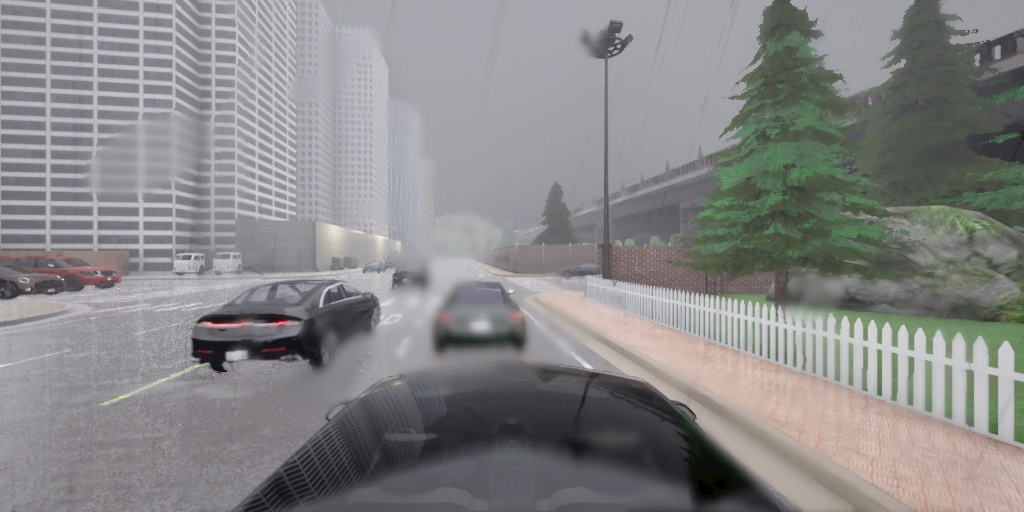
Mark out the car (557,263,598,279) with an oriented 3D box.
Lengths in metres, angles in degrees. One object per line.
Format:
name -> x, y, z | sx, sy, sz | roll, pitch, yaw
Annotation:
car -> 6.465, 1.331, 33.039 | 4.674, 1.442, 1.812 | 0, 0, -7

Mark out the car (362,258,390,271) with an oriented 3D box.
car -> -16.101, 1.276, 42.103 | 1.812, 1.442, 4.674 | 0, 0, -8

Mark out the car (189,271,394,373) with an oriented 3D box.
car -> -4.245, 1.242, 7.646 | 2.128, 1.511, 4.902 | 0, 0, -6

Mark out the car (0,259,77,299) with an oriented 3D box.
car -> -25.417, 1.157, 17.762 | 4.553, 1.767, 2.097 | 0, 0, -8

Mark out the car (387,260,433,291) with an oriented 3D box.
car -> -6.039, 1.247, 22.071 | 1.882, 1.535, 5.008 | 0, 0, -8

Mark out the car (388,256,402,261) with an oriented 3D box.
car -> -17.772, 0.970, 54.059 | 2.150, 2.045, 5.566 | 0, 0, -8

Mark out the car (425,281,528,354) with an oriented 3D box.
car -> -0.821, 1.314, 8.883 | 1.994, 1.385, 4.181 | 0, 0, -7

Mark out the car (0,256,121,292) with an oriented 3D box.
car -> -26.843, 1.027, 21.119 | 5.566, 2.045, 2.150 | 0, 0, -8

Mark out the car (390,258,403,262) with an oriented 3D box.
car -> -12.662, 1.297, 42.787 | 2.033, 1.411, 5.357 | 0, 0, -8
